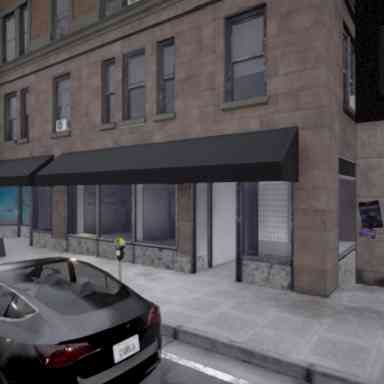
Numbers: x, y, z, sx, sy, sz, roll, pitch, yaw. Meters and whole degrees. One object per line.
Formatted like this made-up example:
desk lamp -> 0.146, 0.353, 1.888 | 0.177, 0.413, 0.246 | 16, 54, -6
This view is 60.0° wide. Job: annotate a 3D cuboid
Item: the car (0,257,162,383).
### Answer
car -> -2.332, 1.570, 4.466 | 4.313, 1.339, 1.947 | 0, 0, 35
